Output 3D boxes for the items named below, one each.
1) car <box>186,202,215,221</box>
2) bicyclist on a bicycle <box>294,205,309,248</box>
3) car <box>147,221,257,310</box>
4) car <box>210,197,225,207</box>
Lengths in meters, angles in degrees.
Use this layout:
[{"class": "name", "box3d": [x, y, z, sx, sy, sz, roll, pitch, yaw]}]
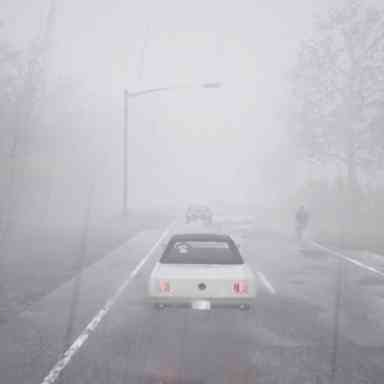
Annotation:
[{"class": "car", "box3d": [0.521, 1.682, 25.924, 1.895, 1.301, 4.718, 0, 0, 1]}, {"class": "bicyclist on a bicycle", "box3d": [4.694, 1.447, 14.383, 0.659, 1.776, 1.843, 0, 0, 1]}, {"class": "car", "box3d": [0.209, 1.626, 7.823, 1.895, 1.301, 4.718, 0, 0, 1]}, {"class": "car", "box3d": [4.567, 1.768, 57.276, 1.994, 1.385, 4.181, 0, 0, 1]}]
